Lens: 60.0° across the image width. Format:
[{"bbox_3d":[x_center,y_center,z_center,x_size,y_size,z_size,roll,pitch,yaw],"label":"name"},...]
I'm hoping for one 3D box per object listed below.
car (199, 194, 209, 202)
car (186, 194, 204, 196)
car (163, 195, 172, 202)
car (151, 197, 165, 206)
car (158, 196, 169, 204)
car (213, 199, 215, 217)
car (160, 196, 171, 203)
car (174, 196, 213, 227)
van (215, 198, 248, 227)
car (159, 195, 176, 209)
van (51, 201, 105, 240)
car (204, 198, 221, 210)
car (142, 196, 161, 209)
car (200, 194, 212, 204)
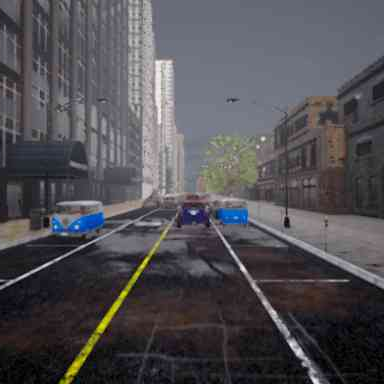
[{"bbox_3d":[2.712,1.307,77.905,2.192,1.841,5.009,1,0,0],"label":"car"},{"bbox_3d":[0.102,1.237,43.821,2.150,2.045,5.566,0,0,0],"label":"car"},{"bbox_3d":[-5.671,1.518,77.734,1.752,1.417,4.829,1,0,0],"label":"car"},{"bbox_3d":[-5.673,1.534,55.549,1.752,1.417,4.829,1,0,0],"label":"car"},{"bbox_3d":[-5.672,1.527,66.641,1.752,1.417,4.829,1,0,0],"label":"car"},{"bbox_3d":[2.703,1.579,27.989,1.947,1.339,4.313,1,0,0],"label":"car"},{"bbox_3d":[-5.672,1.563,72.359,1.947,1.339,4.313,1,0,0],"label":"car"},{"bbox_3d":[0.101,1.364,22.953,2.097,1.767,4.553,0,0,0],"label":"car"},{"bbox_3d":[2.705,1.353,22.443,1.690,1.788,3.998,1,0,0],"label":"van"},{"bbox_3d":[-3.024,1.363,46.219,2.097,1.767,4.553,0,0,1],"label":"car"},{"bbox_3d":[-5.675,1.352,16.897,1.690,1.788,3.998,1,0,0],"label":"van"},{"bbox_3d":[2.705,1.557,44.629,1.887,1.381,4.507,1,0,0],"label":"car"},{"bbox_3d":[-5.676,1.595,44.628,1.802,1.307,4.206,1,0,0],"label":"car"},{"bbox_3d":[2.711,1.316,66.812,2.192,1.841,5.009,1,0,0],"label":"car"}]
